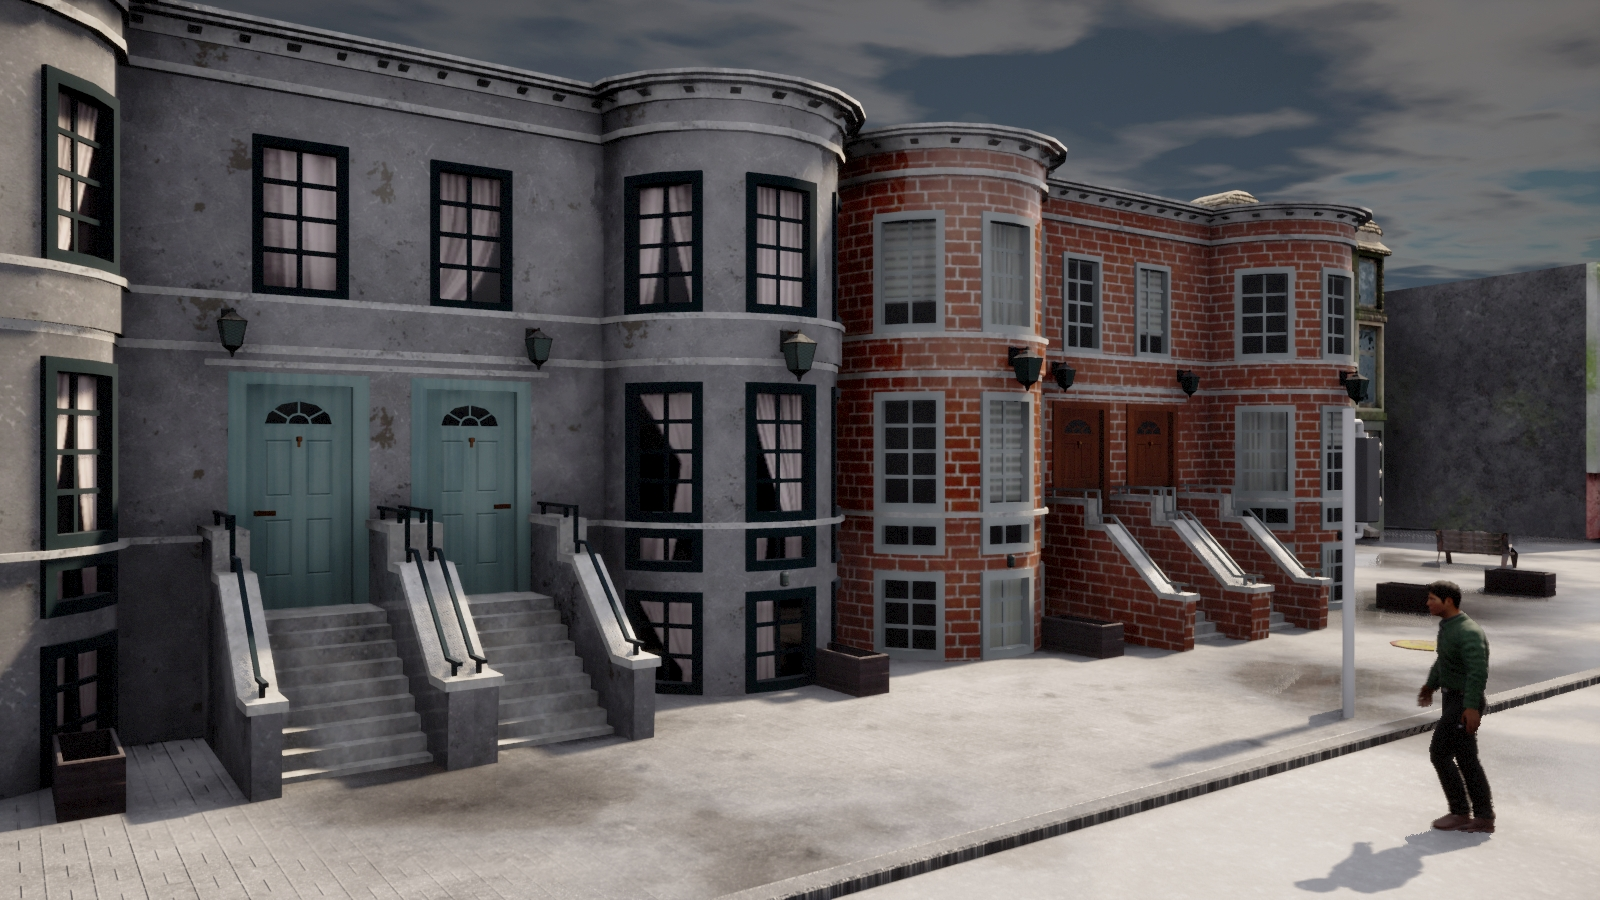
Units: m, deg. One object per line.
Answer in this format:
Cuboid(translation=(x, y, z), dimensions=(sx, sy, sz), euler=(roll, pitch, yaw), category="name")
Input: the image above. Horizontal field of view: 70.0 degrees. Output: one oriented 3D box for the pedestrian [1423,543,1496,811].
Cuboid(translation=(4.795, 1.629, 8.321), dimensions=(0.375, 1.860, 0.375), euler=(0, 0, 15), category="pedestrian")
